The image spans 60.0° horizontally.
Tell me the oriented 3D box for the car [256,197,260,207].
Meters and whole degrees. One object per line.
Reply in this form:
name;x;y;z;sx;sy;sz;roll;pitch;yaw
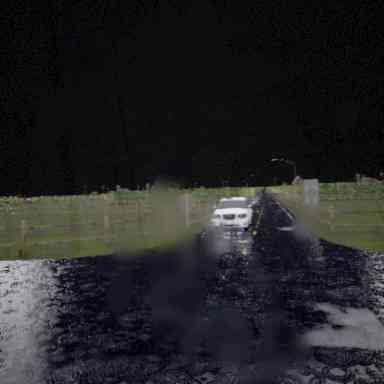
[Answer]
car;10.025;1.605;53.552;2.128;1.511;4.902;-2;0;13

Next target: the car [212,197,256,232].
car;2.684;1.377;21.425;2.150;2.045;5.566;-2;0;13
